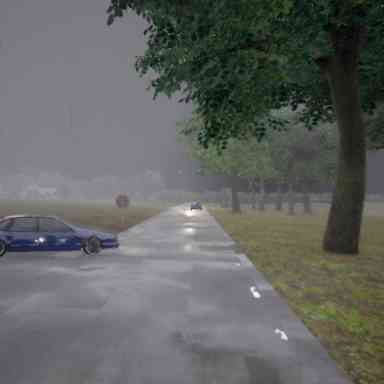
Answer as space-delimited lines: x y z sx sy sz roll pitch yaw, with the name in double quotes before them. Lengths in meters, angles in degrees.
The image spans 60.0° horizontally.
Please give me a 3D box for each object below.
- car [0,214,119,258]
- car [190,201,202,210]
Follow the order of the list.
"car" -5.422 1.510 11.988 5.357 1.411 2.033 3 -2 -25
"car" 0.696 2.296 55.328 1.812 1.442 4.674 0 -1 1
